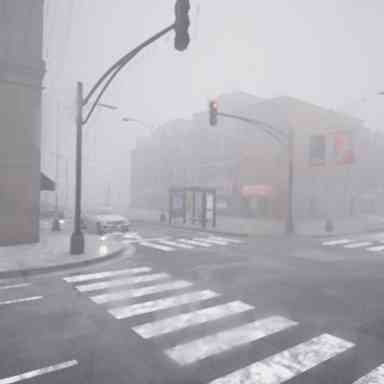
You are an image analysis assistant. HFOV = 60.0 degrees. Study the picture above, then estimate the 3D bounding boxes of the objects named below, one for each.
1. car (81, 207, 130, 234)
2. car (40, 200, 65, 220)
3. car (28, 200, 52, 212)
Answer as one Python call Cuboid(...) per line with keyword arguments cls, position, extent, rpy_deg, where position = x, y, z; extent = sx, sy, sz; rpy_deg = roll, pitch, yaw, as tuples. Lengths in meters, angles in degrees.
Cuboid(cls="car", position=(-5.546, 1.688, 20.845), extent=(1.812, 1.442, 4.674), rpy_deg=(1, -1, -36))
Cuboid(cls="car", position=(-13.195, 1.764, 30.651), extent=(1.994, 1.385, 4.181), rpy_deg=(1, -1, -38))
Cuboid(cls="car", position=(-20.481, 1.807, 44.670), extent=(1.837, 1.490, 4.892), rpy_deg=(1, -1, -37))
